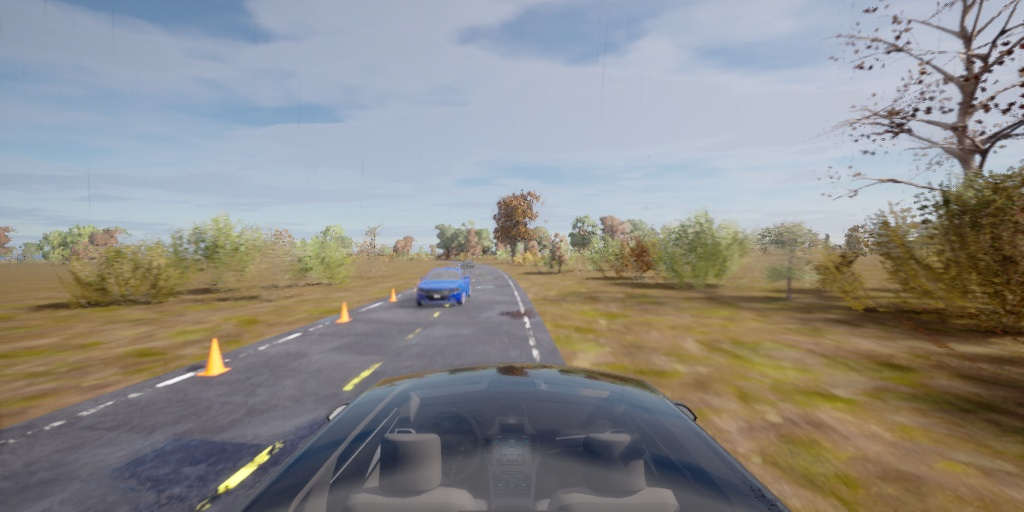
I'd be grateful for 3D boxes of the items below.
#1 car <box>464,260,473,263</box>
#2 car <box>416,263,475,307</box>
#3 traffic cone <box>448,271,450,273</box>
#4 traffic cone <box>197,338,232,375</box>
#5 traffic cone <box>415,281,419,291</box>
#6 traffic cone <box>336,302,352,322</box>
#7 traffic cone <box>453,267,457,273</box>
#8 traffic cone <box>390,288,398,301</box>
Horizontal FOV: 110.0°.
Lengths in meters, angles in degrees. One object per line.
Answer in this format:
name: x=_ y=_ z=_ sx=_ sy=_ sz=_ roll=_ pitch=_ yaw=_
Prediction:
car: x=-7.467 y=1.397 z=60.972 sx=1.994 sy=1.385 sz=4.181 roll=0 pitch=0 yaw=-7
car: x=-2.893 y=1.249 z=15.999 sx=1.882 sy=1.535 sz=5.008 roll=0 pitch=0 yaw=-2
traffic cone: x=-6.328 y=1.758 z=36.079 sx=0.340 sy=0.580 sz=0.340 roll=0 pitch=0 yaw=-4
traffic cone: x=-5.197 y=1.735 z=6.269 sx=0.340 sy=0.580 sz=0.340 roll=0 pitch=0 yaw=0
traffic cone: x=-5.536 y=1.744 z=21.182 sx=0.340 sy=0.580 sz=0.340 roll=0 pitch=0 yaw=-2
traffic cone: x=-5.259 y=1.737 z=11.241 sx=0.340 sy=0.580 sz=0.340 roll=0 pitch=0 yaw=-1
traffic cone: x=-6.693 y=1.763 z=41.038 sx=0.340 sy=0.580 sz=0.340 roll=0 pitch=0 yaw=-4
traffic cone: x=-5.372 y=1.740 z=16.212 sx=0.340 sy=0.580 sz=0.340 roll=0 pitch=0 yaw=-2
